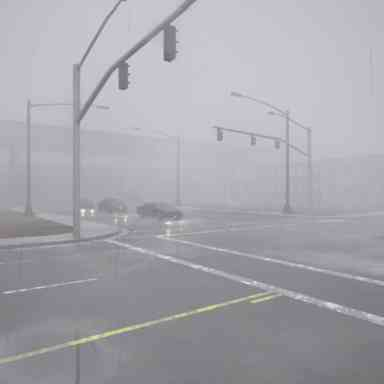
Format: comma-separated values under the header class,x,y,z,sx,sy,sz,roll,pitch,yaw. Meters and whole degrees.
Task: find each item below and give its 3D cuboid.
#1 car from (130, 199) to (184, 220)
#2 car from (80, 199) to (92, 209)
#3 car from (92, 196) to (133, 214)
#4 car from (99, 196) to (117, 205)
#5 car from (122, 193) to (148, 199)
class,x,y,z,sx,sy,sz,roll,pitch,yaw
car,-2.887,1.547,28.251,2.033,1.411,5.357,0,0,-36
car,-14.467,1.564,44.388,1.994,1.385,4.181,0,0,-32
car,-8.759,1.491,36.239,2.128,1.511,4.902,0,0,-36
car,-14.992,1.526,59.810,1.812,1.442,4.674,0,0,3
car,-12.303,1.223,69.377,2.150,2.045,5.566,0,0,29
